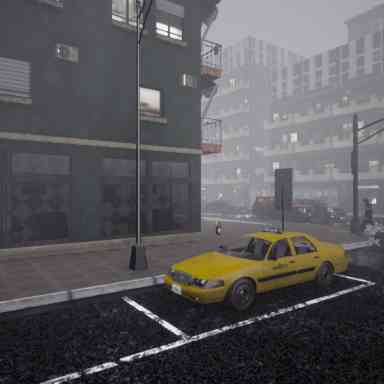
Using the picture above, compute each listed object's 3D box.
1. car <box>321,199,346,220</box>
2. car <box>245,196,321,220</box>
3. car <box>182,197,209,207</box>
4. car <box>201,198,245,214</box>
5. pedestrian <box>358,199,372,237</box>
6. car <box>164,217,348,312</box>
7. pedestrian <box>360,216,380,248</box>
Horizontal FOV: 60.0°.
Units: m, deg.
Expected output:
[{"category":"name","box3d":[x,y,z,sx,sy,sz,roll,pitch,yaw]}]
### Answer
[{"category":"car","box3d":[9.586,1.304,25.960,2.097,1.767,4.553,0,0,-34]},{"category":"car","box3d":[6.827,1.264,25.454,2.192,1.841,5.009,0,0,-35]},{"category":"car","box3d":[0.516,1.466,48.776,1.802,1.307,4.206,0,0,-35]},{"category":"car","box3d":[3.507,1.468,34.586,2.033,1.411,5.357,0,0,-35]},{"category":"pedestrian","box3d":[7.836,1.142,14.907,0.375,1.860,0.375,0,0,-35]},{"category":"car","box3d":[1.679,1.525,7.703,4.829,1.417,1.752,0,0,-35]},{"category":"pedestrian","box3d":[7.334,1.674,13.533,0.500,1.100,0.500,0,0,-35]}]
